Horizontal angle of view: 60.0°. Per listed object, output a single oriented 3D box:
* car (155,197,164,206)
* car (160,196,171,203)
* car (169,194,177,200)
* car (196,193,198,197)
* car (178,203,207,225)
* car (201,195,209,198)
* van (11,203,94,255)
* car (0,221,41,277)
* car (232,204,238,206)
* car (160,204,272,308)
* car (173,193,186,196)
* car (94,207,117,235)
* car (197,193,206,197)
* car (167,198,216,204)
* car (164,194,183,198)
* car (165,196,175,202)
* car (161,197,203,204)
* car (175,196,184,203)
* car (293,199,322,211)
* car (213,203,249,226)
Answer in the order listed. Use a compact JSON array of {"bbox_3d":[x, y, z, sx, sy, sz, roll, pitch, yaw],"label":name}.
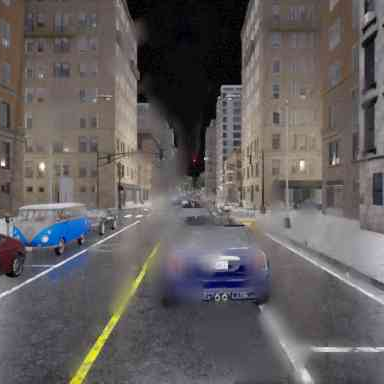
[{"bbox_3d":[-5.303,1.526,56.193,1.752,1.417,4.829,0,0,0],"label":"car"},{"bbox_3d":[-5.285,1.565,67.725,1.947,1.339,4.313,0,0,0],"label":"car"},{"bbox_3d":[-5.250,1.435,90.450,1.967,1.590,4.097,0,0,0],"label":"car"},{"bbox_3d":[2.766,1.311,84.761,2.192,1.841,5.009,0,0,0],"label":"car"},{"bbox_3d":[0.056,1.565,25.135,1.994,1.385,4.181,0,0,0],"label":"car"},{"bbox_3d":[2.714,1.552,50.670,2.008,1.369,4.403,0,0,0],"label":"car"},{"bbox_3d":[-5.373,1.341,12.993,1.690,1.788,3.998,0,0,0],"label":"van"},{"bbox_3d":[-5.382,1.582,7.587,1.802,1.307,4.206,0,0,0],"label":"car"},{"bbox_3d":[2.672,1.526,18.558,1.752,1.417,4.829,0,0,0],"label":"car"},{"bbox_3d":[0.318,1.352,8.166,2.097,1.767,4.553,0,0,-5],"label":"car"},{"bbox_3d":[-2.729,1.222,60.530,2.150,2.045,5.566,0,0,1],"label":"car"},{"bbox_3d":[-5.363,1.551,18.399,2.008,1.369,4.403,0,0,0],"label":"car"},{"bbox_3d":[2.749,1.438,73.397,1.967,1.590,4.097,0,0,0],"label":"car"},{"bbox_3d":[0.101,1.352,15.474,2.097,1.767,4.553,0,0,0],"label":"car"},{"bbox_3d":[-2.766,1.479,50.542,1.882,1.535,5.008,0,0,0],"label":"car"},{"bbox_3d":[-5.268,1.548,79.088,2.008,1.369,4.403,0,0,0],"label":"car"},{"bbox_3d":[-0.803,1.523,33.195,1.812,1.442,4.674,-1,-1,29],"label":"car"},{"bbox_3d":[-2.643,1.523,70.636,1.812,1.442,4.674,0,0,0],"label":"car"},{"bbox_3d":[13.839,1.480,38.415,4.181,1.385,1.994,0,0,0],"label":"car"},{"bbox_3d":[2.675,1.551,23.794,2.008,1.369,4.403,0,0,0],"label":"car"}]
